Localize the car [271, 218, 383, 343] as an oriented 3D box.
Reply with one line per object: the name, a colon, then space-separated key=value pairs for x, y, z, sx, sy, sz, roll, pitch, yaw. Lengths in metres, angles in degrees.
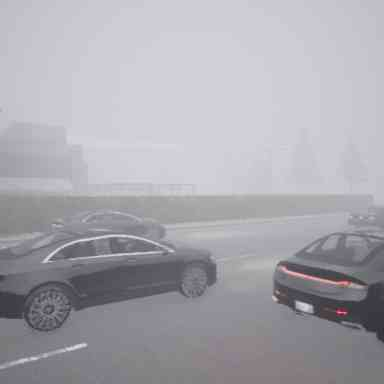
car: x=3.632 y=1.491 z=6.339 sx=4.902 sy=1.511 sz=2.128 roll=0 pitch=0 yaw=-36

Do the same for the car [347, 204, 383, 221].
car: x=11.880 y=1.546 z=20.823 sx=5.357 sy=1.411 sz=2.033 roll=0 pitch=0 yaw=-36

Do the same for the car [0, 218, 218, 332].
car: x=-1.668 y=1.491 z=6.856 sx=4.902 sy=1.511 sz=2.128 roll=0 pitch=0 yaw=-35

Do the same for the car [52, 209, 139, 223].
car: x=-3.446 y=1.491 z=14.186 sx=4.902 sy=1.511 sz=2.128 roll=0 pitch=0 yaw=-36

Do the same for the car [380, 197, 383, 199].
car: x=43.948 y=1.592 z=74.842 sx=1.895 sy=1.301 sz=4.718 roll=0 pitch=0 yaw=13

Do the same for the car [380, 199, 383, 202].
car: x=18.441 y=1.562 z=30.137 sx=4.181 sy=1.385 sz=1.994 roll=0 pitch=0 yaw=-39
